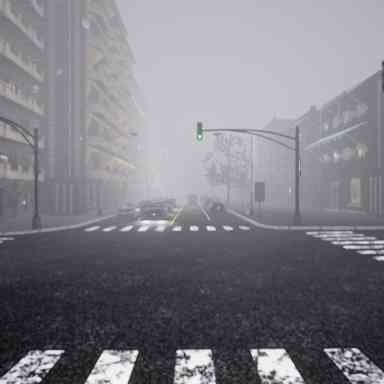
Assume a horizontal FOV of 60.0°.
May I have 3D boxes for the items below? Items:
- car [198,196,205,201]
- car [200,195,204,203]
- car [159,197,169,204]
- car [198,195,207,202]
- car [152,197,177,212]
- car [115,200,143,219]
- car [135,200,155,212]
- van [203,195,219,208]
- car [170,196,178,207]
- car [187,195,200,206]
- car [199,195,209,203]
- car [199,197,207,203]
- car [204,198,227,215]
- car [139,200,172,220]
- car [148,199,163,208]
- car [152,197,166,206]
[{"bbox_3d":[2.645,1.817,90.889,1.887,1.381,4.507,0,0,0],"label":"car"},{"bbox_3d":[2.662,1.605,52.156,1.967,1.590,4.097,0,0,0],"label":"car"},{"bbox_3d":[-5.726,1.794,68.759,1.802,1.307,4.206,0,0,0],"label":"car"},{"bbox_3d":[2.646,1.698,85.356,1.967,1.590,4.097,0,0,0],"label":"car"},{"bbox_3d":[-3.118,1.671,38.534,2.033,1.411,5.357,0,0,0],"label":"car"},{"bbox_3d":[-5.708,1.648,30.024,2.008,1.369,4.403,0,0,0],"label":"car"},{"bbox_3d":[-5.713,1.676,41.091,1.887,1.381,4.507,0,0,0],"label":"car"},{"bbox_3d":[2.666,1.473,41.088,1.690,1.788,3.998,0,0,0],"label":"van"},{"bbox_3d":[-3.109,1.680,48.852,1.812,1.442,4.674,0,0,0],"label":"car"},{"bbox_3d":[0.080,1.733,59.452,2.033,1.411,5.357,0,0,0],"label":"car"},{"bbox_3d":[2.650,1.543,74.290,2.192,1.841,5.009,0,0,0],"label":"car"},{"bbox_3d":[2.650,1.825,79.822,1.802,1.307,4.206,0,0,0],"label":"car"},{"bbox_3d":[2.671,1.681,35.554,1.947,1.339,4.313,0,0,0],"label":"car"},{"bbox_3d":[-3.123,1.659,29.186,1.994,1.385,4.181,0,0,-1],"label":"car"},{"bbox_3d":[-5.718,1.746,52.158,1.802,1.307,4.206,0,0,0],"label":"car"},{"bbox_3d":[-5.722,1.621,57.692,1.967,1.590,4.097,0,0,0],"label":"car"}]
